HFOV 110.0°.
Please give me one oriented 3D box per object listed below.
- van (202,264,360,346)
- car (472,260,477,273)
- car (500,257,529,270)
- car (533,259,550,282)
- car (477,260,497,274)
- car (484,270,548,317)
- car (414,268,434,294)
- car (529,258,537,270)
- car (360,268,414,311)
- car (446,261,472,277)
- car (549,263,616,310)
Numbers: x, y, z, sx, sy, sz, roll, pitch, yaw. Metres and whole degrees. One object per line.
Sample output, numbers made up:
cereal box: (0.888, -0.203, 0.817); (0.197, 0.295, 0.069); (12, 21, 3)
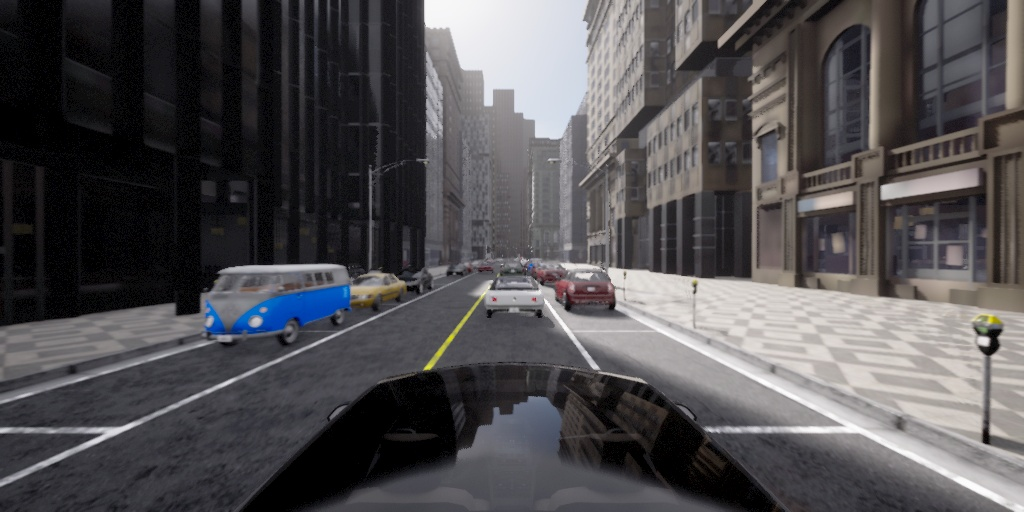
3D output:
van: (-5.668, 1.107, 9.171); (1.690, 1.789, 3.998); (0, 0, 0)
car: (-5.668, 1.391, 43.063); (1.888, 1.381, 4.507); (0, 0, 0)
car: (0.085, 1.166, 29.632); (2.097, 1.767, 4.553); (0, 0, 0)
car: (2.857, 1.245, 26.122); (1.967, 1.591, 4.097); (0, 0, 0)
car: (-3.092, 1.448, 43.588); (1.895, 1.301, 4.718); (0, 0, 0)
car: (0.083, 1.376, 13.260); (1.895, 1.301, 4.718); (0, 0, 0)
car: (-5.668, 1.358, 20.469); (1.948, 1.339, 4.313); (0, 0, 0)
car: (2.857, 1.258, 31.770); (1.967, 1.591, 4.097); (0, 0, 0)
car: (-5.668, 1.305, 14.649); (1.751, 1.417, 4.829); (0, 0, 0)
car: (-5.668, 1.398, 37.414); (1.948, 1.339, 4.313); (0, 0, 0)
car: (2.857, 1.219, 14.825); (1.967, 1.591, 4.097); (0, 0, 0)
